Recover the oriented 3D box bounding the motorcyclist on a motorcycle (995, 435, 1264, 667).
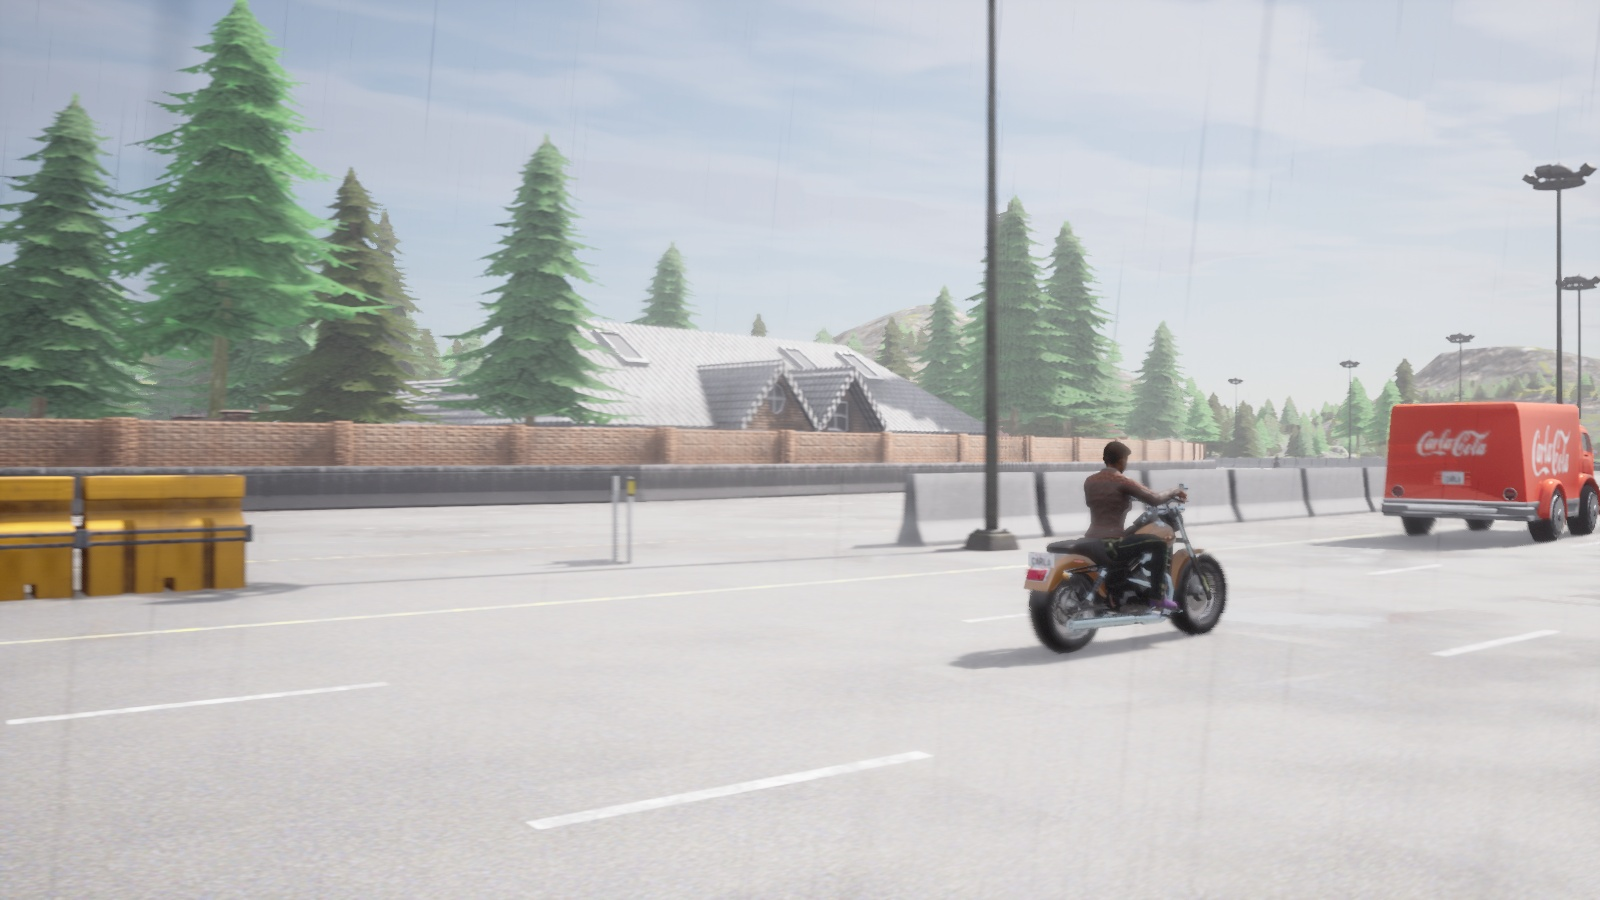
[{"bbox_3d":[2.657,0.730,9.964,2.350,1.649,0.766,0,-1,-37],"label":"motorcyclist on a motorcycle"}]

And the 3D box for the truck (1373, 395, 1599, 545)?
[{"bbox_3d":[13.146,0.320,23.473,5.204,2.467,2.627,0,0,-43],"label":"truck"}]
